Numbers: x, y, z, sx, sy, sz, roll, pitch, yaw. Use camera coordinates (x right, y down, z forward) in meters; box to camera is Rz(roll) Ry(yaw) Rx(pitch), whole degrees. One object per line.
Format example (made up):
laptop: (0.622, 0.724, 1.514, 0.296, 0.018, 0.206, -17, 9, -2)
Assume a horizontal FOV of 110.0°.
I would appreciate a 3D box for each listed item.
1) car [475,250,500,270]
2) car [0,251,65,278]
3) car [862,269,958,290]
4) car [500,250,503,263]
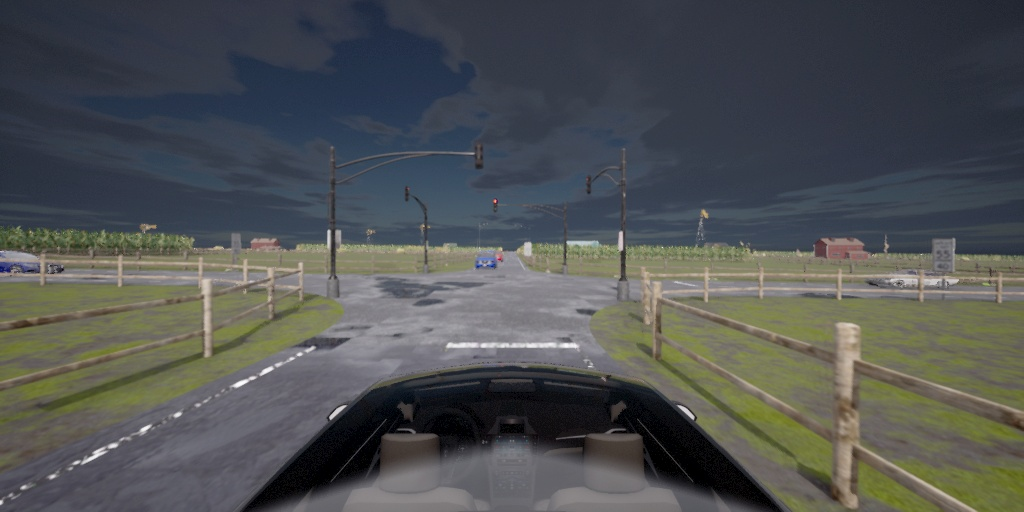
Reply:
car: (-2.763, 0.480, 39.357, 2.150, 2.045, 5.566, 0, 3, 0)
car: (-29.030, 0.456, 20.794, 4.674, 1.442, 1.812, 1, 1, 0)
car: (27.036, 1.542, 24.498, 4.718, 1.301, 1.895, 1, 1, 0)
car: (-2.683, 0.058, 61.195, 2.150, 2.045, 5.566, 0, 1, 0)
